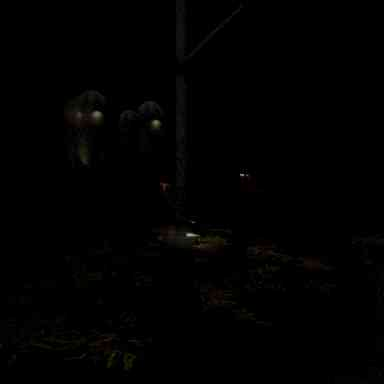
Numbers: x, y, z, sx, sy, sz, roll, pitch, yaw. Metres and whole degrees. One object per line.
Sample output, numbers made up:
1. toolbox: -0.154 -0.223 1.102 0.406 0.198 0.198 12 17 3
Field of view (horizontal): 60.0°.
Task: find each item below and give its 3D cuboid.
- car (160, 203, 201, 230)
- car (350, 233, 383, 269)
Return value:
1. car: -1.334 1.504 21.243 1.837 1.490 4.892 0 0 -36
2. car: 7.053 1.601 9.087 1.895 1.301 4.718 0 0 -34
